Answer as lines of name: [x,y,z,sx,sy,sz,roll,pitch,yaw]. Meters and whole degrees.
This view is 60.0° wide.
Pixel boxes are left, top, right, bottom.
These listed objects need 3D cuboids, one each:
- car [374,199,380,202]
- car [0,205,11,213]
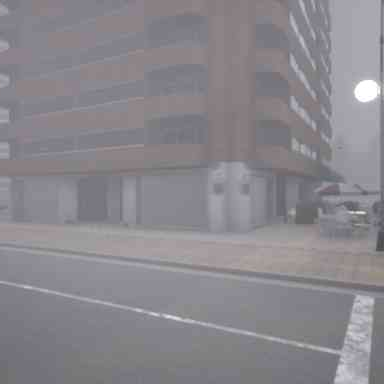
car: [31.392,1.483,52.763,1.895,1.301,4.718,0,0,-27]
car: [-24.153,1.832,38.672,1.895,1.301,4.718,0,0,29]
